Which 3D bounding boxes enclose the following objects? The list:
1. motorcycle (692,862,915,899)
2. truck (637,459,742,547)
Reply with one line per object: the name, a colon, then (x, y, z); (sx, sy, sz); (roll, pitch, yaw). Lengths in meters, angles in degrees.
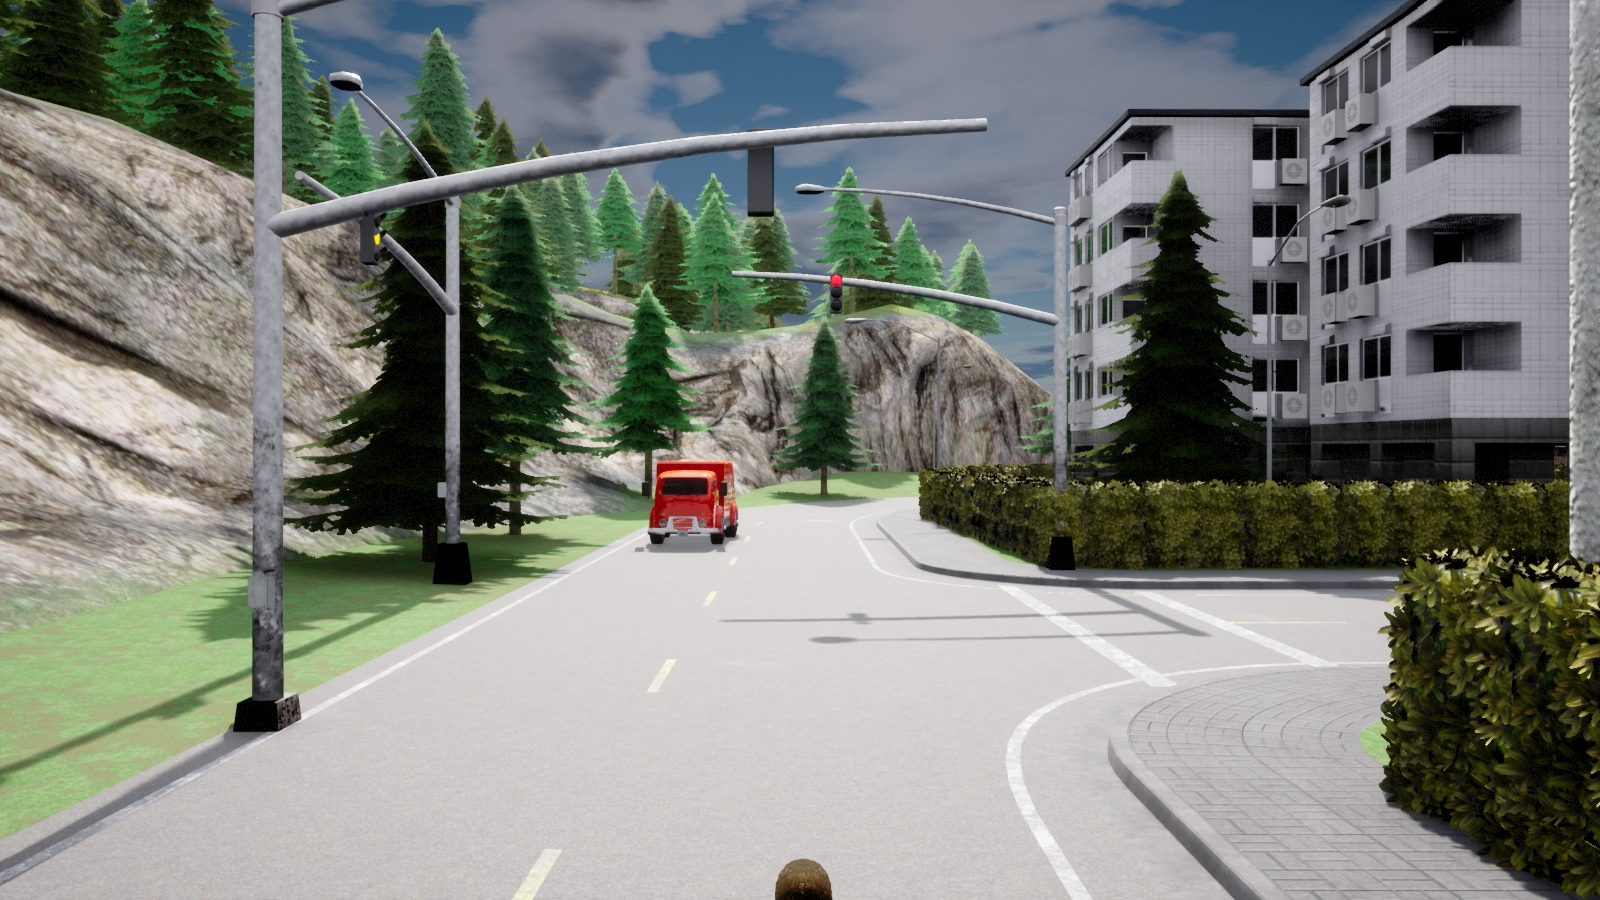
motorcycle: (0.010, 2.193, 3.477); (0.803, 1.145, 2.033); (0, 0, 0)
truck: (-3.310, 1.548, 35.380); (2.627, 2.467, 5.204); (0, 0, 1)
